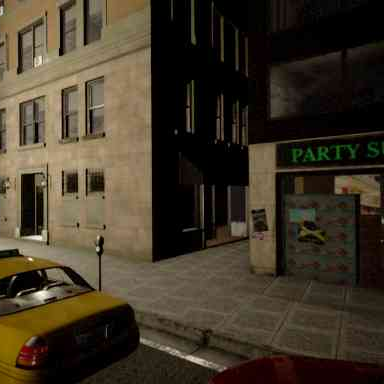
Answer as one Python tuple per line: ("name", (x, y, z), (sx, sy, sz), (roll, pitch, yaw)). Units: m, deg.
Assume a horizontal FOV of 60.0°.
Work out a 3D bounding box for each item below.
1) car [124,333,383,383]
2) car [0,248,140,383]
("car", (1.829, 1.582, 1.550), (4.206, 1.307, 1.802), (0, -1, 36))
("car", (-2.925, 1.526, 4.948), (4.829, 1.417, 1.752), (0, -1, 36))
